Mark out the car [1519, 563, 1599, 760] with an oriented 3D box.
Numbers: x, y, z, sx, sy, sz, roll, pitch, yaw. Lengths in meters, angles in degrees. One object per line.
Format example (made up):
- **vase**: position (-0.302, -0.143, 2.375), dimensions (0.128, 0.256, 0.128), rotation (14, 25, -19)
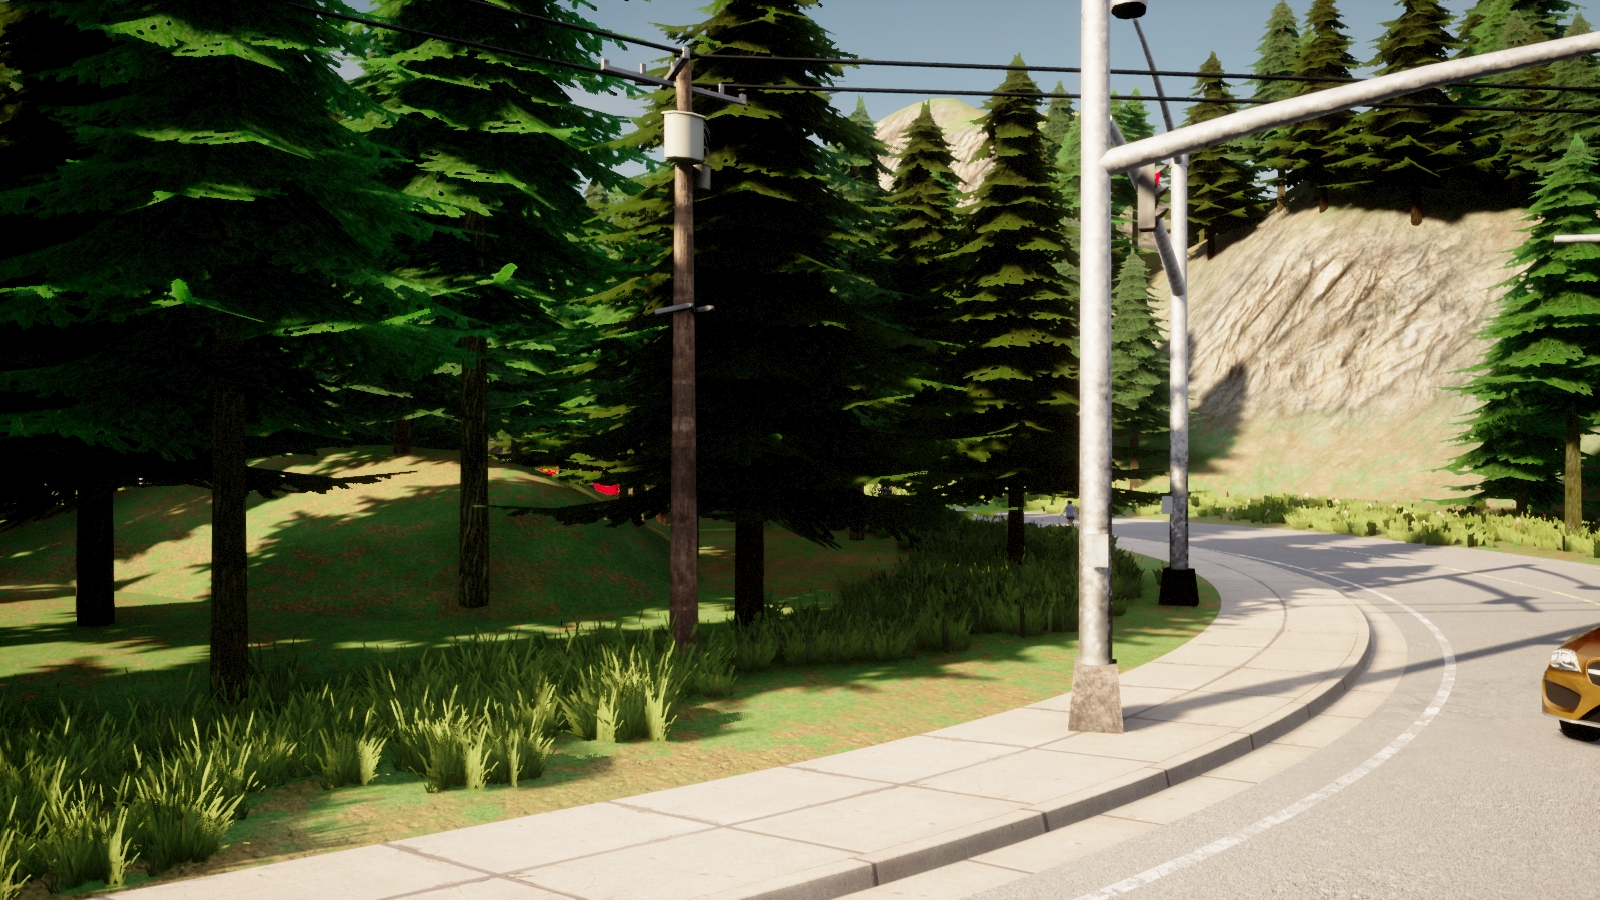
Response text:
- **car**: position (9.577, 1.970, 11.147), dimensions (5.027, 1.651, 2.152), rotation (0, 0, -29)
